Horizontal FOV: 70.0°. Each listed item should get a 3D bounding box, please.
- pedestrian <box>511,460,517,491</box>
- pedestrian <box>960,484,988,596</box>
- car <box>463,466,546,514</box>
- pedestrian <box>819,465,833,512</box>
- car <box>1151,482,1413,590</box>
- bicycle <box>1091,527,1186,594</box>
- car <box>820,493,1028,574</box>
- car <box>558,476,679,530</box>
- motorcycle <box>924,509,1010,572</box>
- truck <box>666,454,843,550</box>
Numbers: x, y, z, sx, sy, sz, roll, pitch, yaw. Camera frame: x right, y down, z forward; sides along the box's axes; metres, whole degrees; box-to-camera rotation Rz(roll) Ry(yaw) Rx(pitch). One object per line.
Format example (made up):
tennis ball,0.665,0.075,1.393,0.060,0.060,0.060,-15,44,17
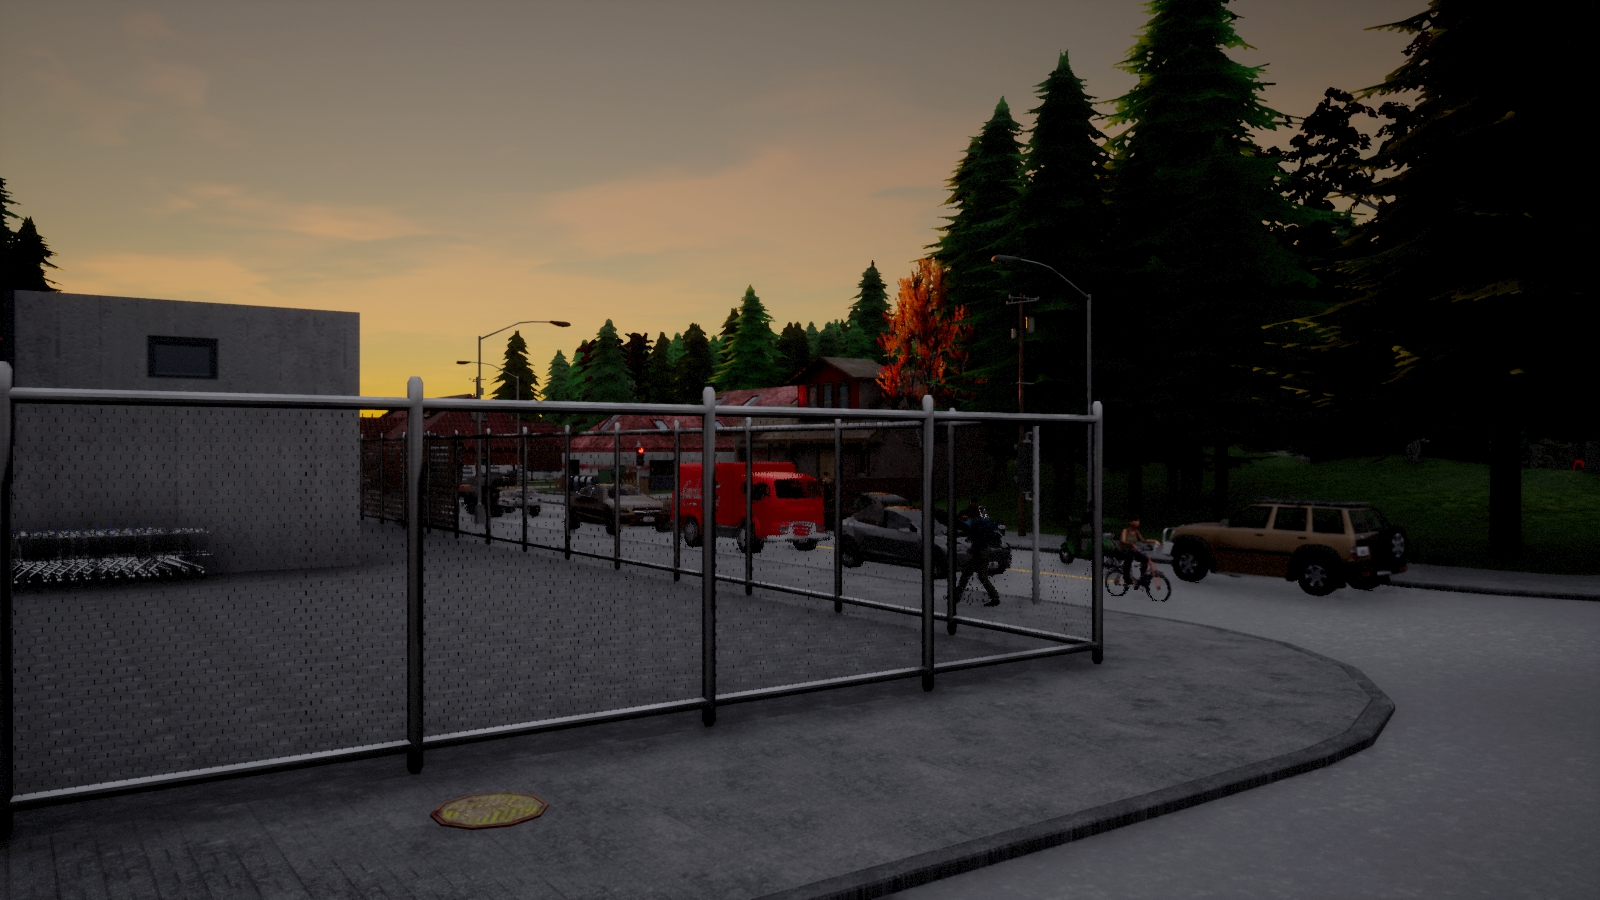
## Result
pedestrian,-17.170,1.519,68.609,0.375,1.860,0.375,0,0,-16
pedestrian,2.961,1.515,19.435,0.375,1.860,0.375,0,0,30
car,-12.606,1.641,48.520,1.932,1.855,4.605,0,0,-35
pedestrian,1.032,1.521,45.216,0.375,1.860,0.375,0,0,-35
car,9.700,1.640,23.354,1.932,1.855,4.605,0,0,-35
bicycle,6.301,2.033,21.337,0.859,1.080,1.487,0,0,-35
car,2.747,1.840,26.425,2.163,1.488,4.792,0,0,-35
car,-6.348,1.769,39.499,2.152,1.651,5.027,0,0,-35
motorcycle,3.660,1.959,25.125,0.856,1.236,1.805,0,0,-35
truck,-1.406,1.348,32.375,2.627,2.467,5.204,0,0,-35
